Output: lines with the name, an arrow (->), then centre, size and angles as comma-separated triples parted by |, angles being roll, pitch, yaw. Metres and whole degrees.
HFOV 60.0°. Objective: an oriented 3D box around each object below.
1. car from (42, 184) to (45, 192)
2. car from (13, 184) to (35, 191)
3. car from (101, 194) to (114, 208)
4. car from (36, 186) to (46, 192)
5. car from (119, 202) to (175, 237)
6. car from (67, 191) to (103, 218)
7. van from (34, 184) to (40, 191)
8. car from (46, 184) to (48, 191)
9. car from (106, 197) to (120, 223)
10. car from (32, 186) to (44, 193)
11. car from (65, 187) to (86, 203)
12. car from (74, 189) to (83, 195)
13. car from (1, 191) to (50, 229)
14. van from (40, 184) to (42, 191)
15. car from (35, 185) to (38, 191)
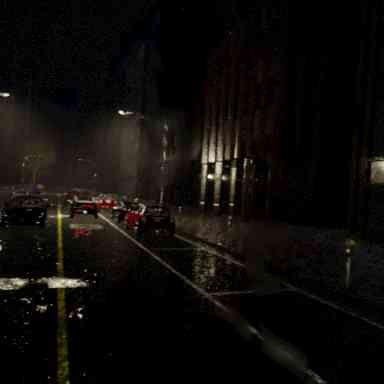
car -> -29.175, -0.498, 61.730 | 2.192, 1.841, 5.009 | 4, 0, -22
car -> -20.746, 0.140, 40.651 | 1.967, 1.590, 4.097 | 4, 0, -22
car -> -8.635, 0.938, 33.291 | 1.967, 1.590, 4.097 | 4, 0, -22
car -> -37.629, -0.772, 82.807 | 2.008, 1.369, 4.403 | 4, 0, -22
car -> -2.307, 1.325, 17.482 | 1.967, 1.590, 4.097 | 4, 0, -22
car -> -8.052, 1.021, 24.613 | 1.837, 1.490, 4.892 | 4, 0, -22
van -> -24.958, -0.216, 51.191 | 1.690, 1.788, 3.998 | 4, 0, -22
car -> -35.503, -0.880, 77.538 | 2.192, 1.841, 5.009 | 4, 0, -22
car -> -4.425, 1.321, 22.752 | 1.947, 1.339, 4.313 | 4, 0, -22
car -> -33.411, -0.503, 72.268 | 1.947, 1.339, 4.313 | 4, 0, -22
car -> -14.694, 0.588, 41.224 | 1.882, 1.535, 5.008 | 4, 0, -22
car -> -27.630, -0.072, 80.717 | 1.802, 1.307, 4.206 | 4, 0, -22
car -> -8.526, 0.941, 17.289 | 1.882, 1.535, 5.008 | 4, 0, -22
van -> -27.067, -0.344, 56.460 | 1.690, 1.788, 3.998 | 4, 0, -22
car -> -22.863, 0.122, 45.921 | 2.008, 1.369, 4.403 | 4, 0, -22
